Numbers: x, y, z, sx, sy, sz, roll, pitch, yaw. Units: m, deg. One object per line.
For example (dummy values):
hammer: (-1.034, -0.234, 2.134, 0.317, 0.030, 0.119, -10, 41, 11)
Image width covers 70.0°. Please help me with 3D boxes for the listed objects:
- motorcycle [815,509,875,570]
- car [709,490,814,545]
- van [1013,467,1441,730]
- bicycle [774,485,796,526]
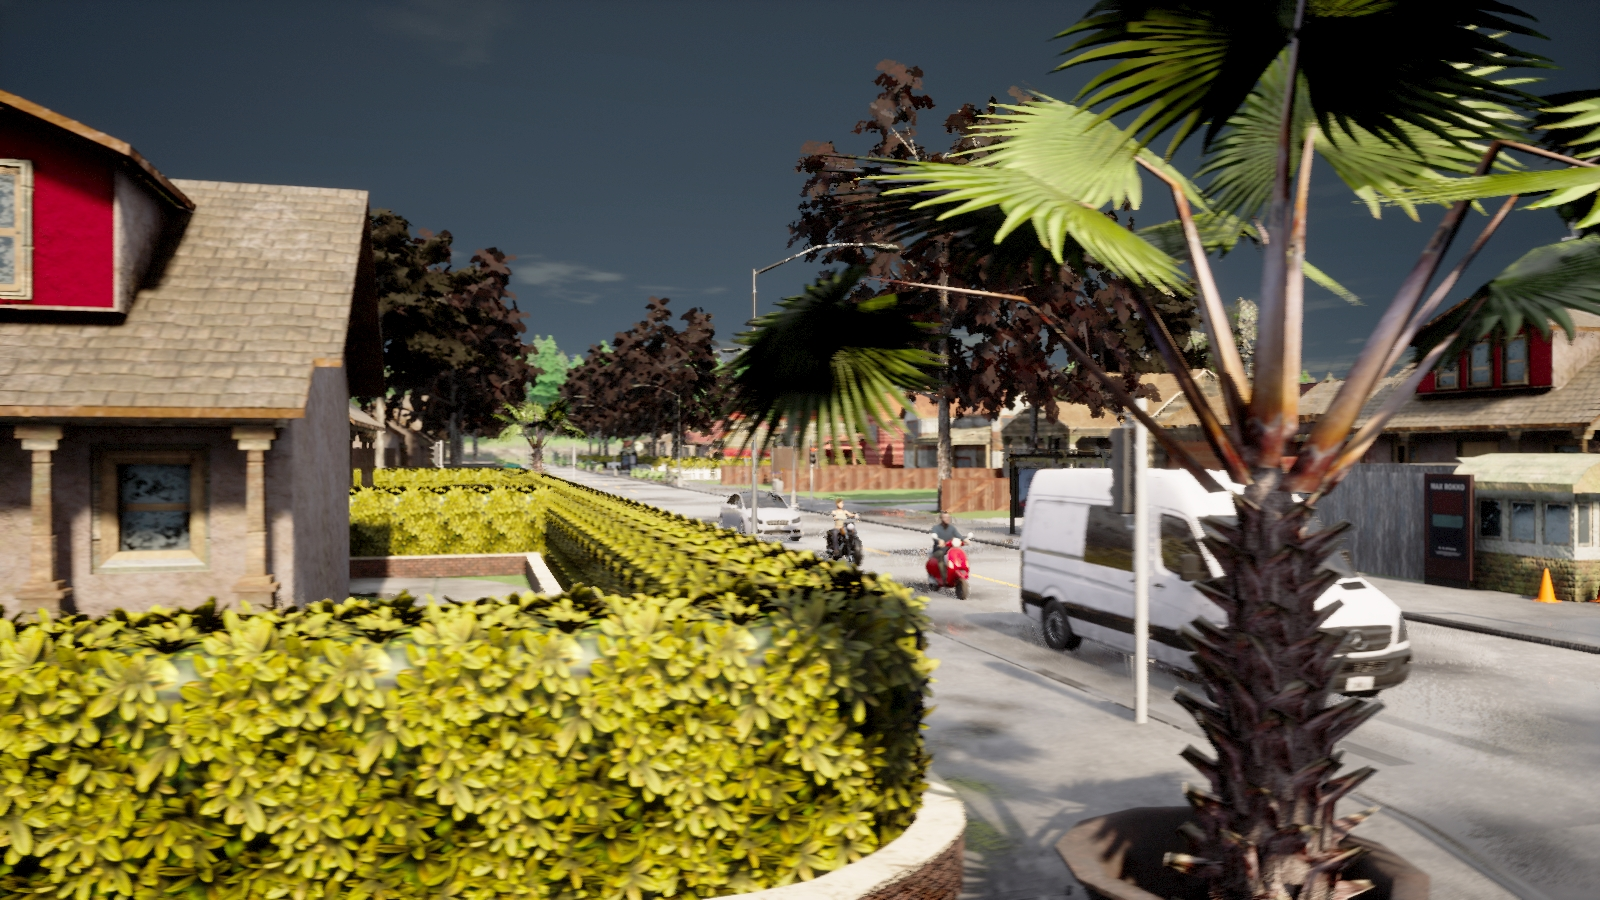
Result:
motorcycle: (1.086, 2.176, 28.106, 0.764, 1.307, 2.356, 0, 0, -16)
car: (-1.328, 2.089, 36.452, 2.231, 1.480, 4.892, 0, 0, -16)
van: (4.991, 1.545, 14.640, 1.988, 2.561, 5.915, 0, 0, -16)
bicycle: (-0.577, 2.093, 43.464, 0.329, 1.471, 1.835, 0, 0, -16)
